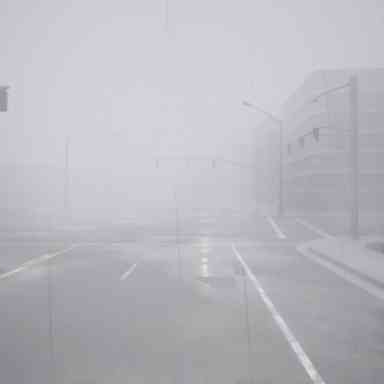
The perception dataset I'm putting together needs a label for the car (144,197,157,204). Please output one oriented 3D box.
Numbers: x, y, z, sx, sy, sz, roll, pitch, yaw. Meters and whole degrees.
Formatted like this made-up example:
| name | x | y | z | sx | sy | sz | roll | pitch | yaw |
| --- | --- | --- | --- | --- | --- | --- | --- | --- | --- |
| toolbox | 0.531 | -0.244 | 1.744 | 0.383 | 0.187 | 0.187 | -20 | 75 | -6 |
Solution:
| name | x | y | z | sx | sy | sz | roll | pitch | yaw |
| --- | --- | --- | --- | --- | --- | --- | --- | --- | --- |
| car | -8.423 | 1.667 | 68.501 | 1.812 | 1.442 | 4.674 | 0 | 0 | 1 |
